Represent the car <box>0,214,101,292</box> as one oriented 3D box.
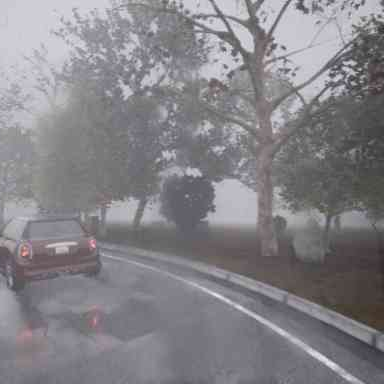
[{"bbox_3d":[-4.411,1.417,9.560,2.097,1.767,4.553,-1,0,-39],"label":"car"}]
